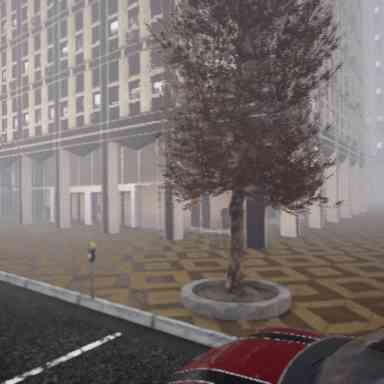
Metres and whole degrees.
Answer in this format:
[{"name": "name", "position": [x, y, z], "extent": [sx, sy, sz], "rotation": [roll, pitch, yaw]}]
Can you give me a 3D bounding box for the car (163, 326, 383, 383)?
[{"name": "car", "position": [1.530, 1.440, 1.756], "extent": [4.097, 1.590, 1.967], "rotation": [0, -1, 36]}]
